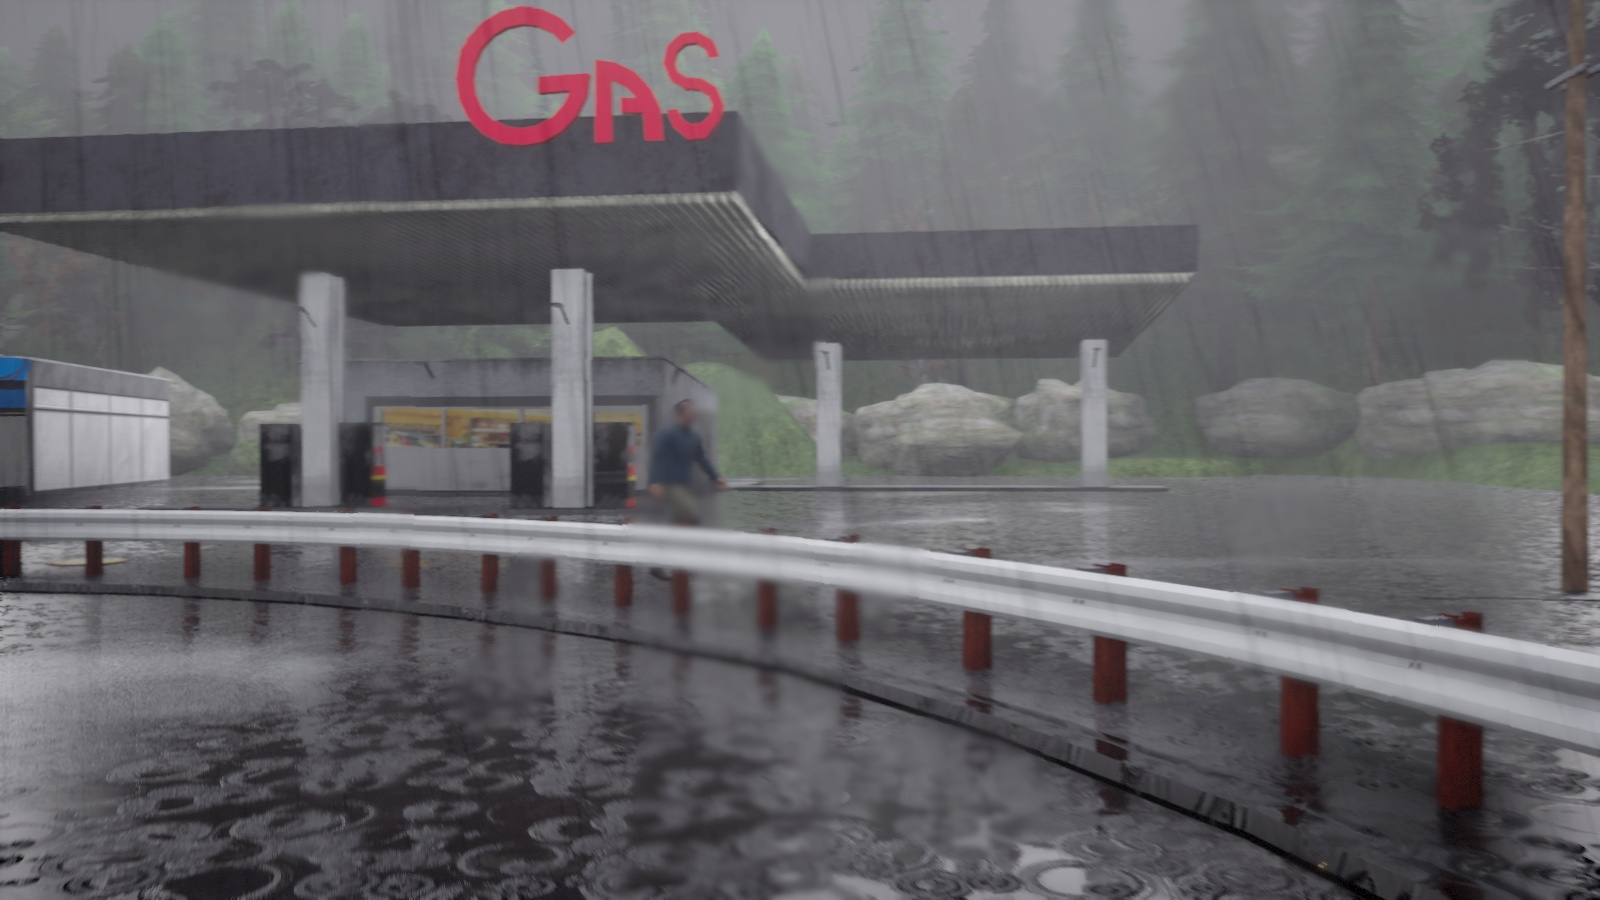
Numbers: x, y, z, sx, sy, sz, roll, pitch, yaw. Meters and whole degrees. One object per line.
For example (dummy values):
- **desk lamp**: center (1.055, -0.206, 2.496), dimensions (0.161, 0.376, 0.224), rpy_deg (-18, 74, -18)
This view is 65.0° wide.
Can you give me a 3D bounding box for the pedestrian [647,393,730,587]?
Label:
- **pedestrian**: center (-1.095, 0.380, 12.345), dimensions (0.726, 1.842, 0.402), rpy_deg (0, 0, 36)
